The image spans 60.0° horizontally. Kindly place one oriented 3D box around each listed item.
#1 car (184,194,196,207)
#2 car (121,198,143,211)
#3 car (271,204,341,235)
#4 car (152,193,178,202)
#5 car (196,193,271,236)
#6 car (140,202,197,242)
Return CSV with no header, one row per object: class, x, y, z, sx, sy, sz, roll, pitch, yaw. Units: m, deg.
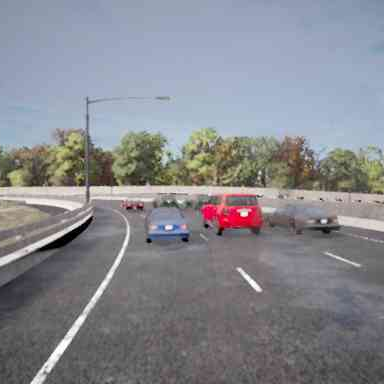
car,0.622,1.003,36.449,2.097,1.767,4.553,-1,0,-19
car,-6.449,1.313,35.534,1.895,1.301,4.718,-1,1,-19
car,5.537,1.342,17.502,2.033,1.411,5.357,-1,1,-10
car,-3.039,1.030,36.344,2.097,1.767,4.553,-1,0,-19
car,1.925,1.043,17.558,2.150,2.045,5.566,0,1,-9
car,-1.266,1.410,15.544,2.033,1.411,5.357,0,1,-9
